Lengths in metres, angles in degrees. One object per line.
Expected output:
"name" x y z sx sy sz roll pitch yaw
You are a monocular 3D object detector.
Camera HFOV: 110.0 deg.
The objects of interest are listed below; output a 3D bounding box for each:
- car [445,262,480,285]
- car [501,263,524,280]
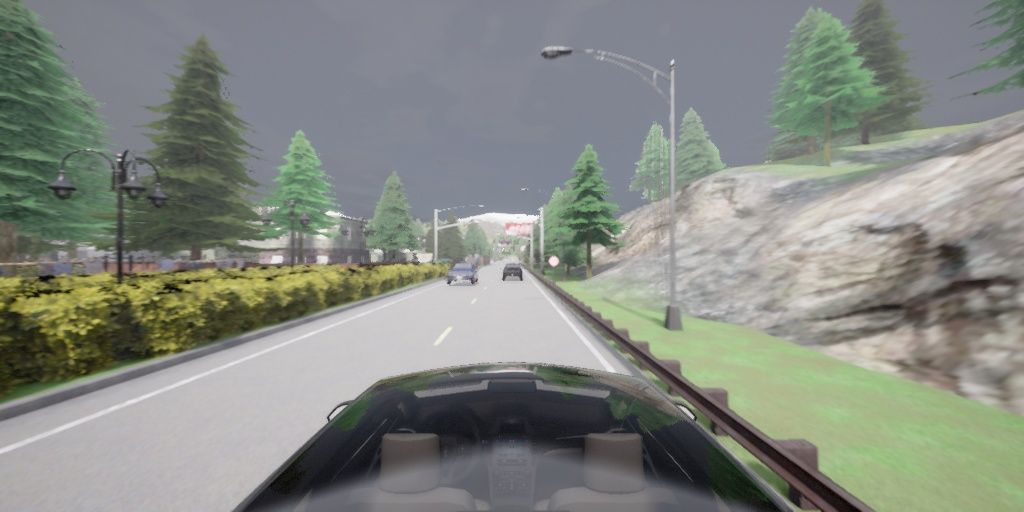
"car" -3.486 1.196 26.107 1.812 1.442 4.674 0 0 0
"car" 0.071 1.403 33.251 1.837 1.490 4.892 0 0 1
